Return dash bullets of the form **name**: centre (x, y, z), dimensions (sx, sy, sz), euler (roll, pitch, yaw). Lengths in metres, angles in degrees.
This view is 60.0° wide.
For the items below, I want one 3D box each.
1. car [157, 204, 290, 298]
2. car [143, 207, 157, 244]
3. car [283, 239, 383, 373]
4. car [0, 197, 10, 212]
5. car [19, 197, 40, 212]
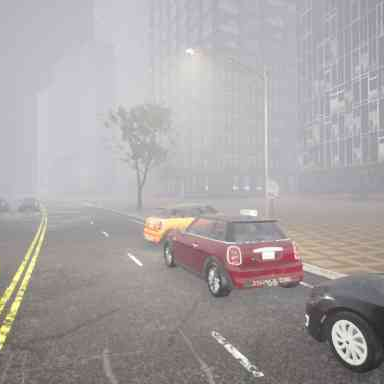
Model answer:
- **car**: centre (0.788, 1.355, 8.946), dimensions (2.097, 1.767, 4.553), euler (0, 0, -23)
- **car**: centre (0.266, 1.280, 14.443), dimensions (4.553, 1.767, 2.097), euler (-3, 1, -27)
- **car**: centre (3.572, 1.505, 3.507), dimensions (1.837, 1.490, 4.892), euler (0, 0, -36)
- **car**: centre (-22.167, 1.390, 37.960), dimensions (2.097, 1.767, 4.553), euler (0, 0, -25)
- **car**: centre (-19.210, 1.393, 39.309), dimensions (2.097, 1.767, 4.553), euler (0, 0, -25)
